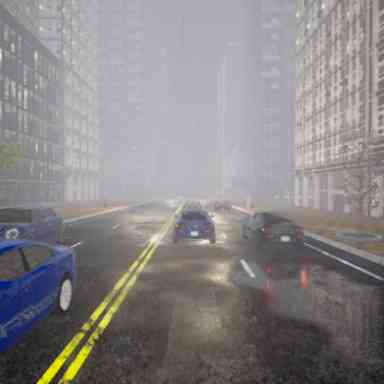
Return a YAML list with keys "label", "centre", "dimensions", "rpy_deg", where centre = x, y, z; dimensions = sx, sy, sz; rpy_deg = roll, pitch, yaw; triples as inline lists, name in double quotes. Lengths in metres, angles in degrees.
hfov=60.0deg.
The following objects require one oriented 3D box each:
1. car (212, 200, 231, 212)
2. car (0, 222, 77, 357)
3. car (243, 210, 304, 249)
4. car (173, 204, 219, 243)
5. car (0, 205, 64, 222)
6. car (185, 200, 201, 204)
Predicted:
- label: "car"
  centre: [3.347, 1.538, 38.343]
  dimensions: [1.895, 1.301, 4.718]
  rpy_deg: [0, 0, 0]
- label: "car"
  centre: [-3.251, 1.471, 4.714]
  dimensions: [1.882, 1.535, 5.008]
  rpy_deg: [0, 0, 0]
- label: "car"
  centre: [3.350, 1.506, 14.240]
  dimensions: [1.812, 1.442, 4.674]
  rpy_deg: [0, 0, 0]
- label: "car"
  centre: [0.100, 1.503, 15.807]
  dimensions: [1.812, 1.442, 4.674]
  rpy_deg: [0, 0, 0]
- label: "car"
  centre: [-6.502, 1.335, 12.449]
  dimensions: [2.097, 1.767, 4.553]
  rpy_deg: [0, 0, 0]
- label: "car"
  centre: [0.097, 1.541, 36.924]
  dimensions: [1.895, 1.301, 4.718]
  rpy_deg: [0, 0, 0]
